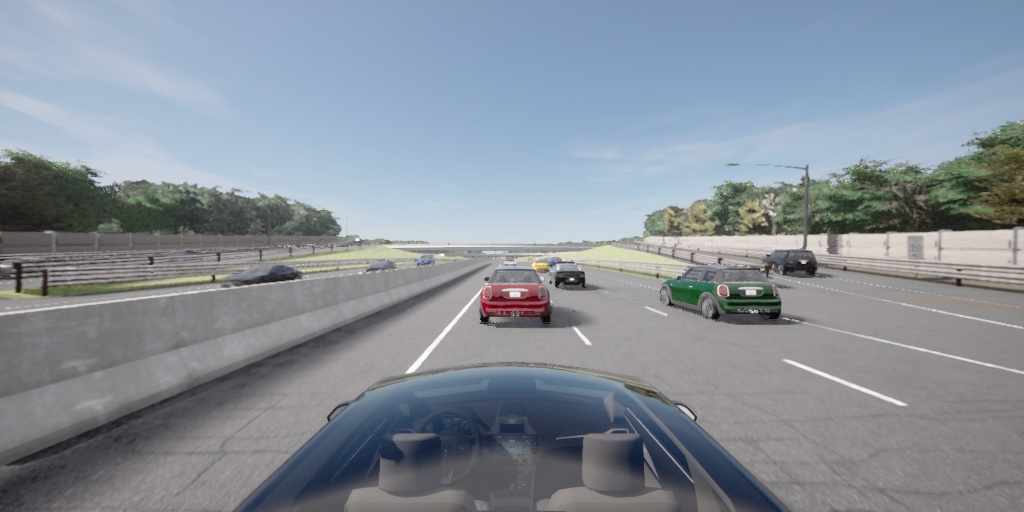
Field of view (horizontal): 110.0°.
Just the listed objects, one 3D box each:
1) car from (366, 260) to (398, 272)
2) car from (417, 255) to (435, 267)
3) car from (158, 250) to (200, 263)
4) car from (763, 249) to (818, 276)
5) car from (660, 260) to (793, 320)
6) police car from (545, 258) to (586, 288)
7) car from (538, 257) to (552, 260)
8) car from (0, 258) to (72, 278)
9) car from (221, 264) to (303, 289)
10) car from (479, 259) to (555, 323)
[{"bbox_3d":[-14.241,1.190,39.705,2.033,1.411,5.357,0,0,0],"label":"car"},{"bbox_3d":[-14.350,0.806,60.243,2.150,2.045,5.566,0,0,-1],"label":"car"},{"bbox_3d":[-37.144,0.096,40.169,1.837,1.490,4.892,0,2,-14],"label":"car"},{"bbox_3d":[22.466,0.453,29.265,2.150,2.045,5.566,0,3,16],"label":"car"},{"bbox_3d":[7.084,1.106,12.756,2.097,1.767,4.553,0,0,0],"label":"car"},{"bbox_3d":[3.546,1.167,23.855,1.930,1.638,5.238,0,0,0],"label":"police car"},{"bbox_3d":[3.414,1.072,43.923,1.801,1.575,5.366,0,0,0],"label":"car"},{"bbox_3d":[-32.504,0.817,23.865,1.895,1.301,4.718,0,2,-17],"label":"car"},{"bbox_3d":[-14.140,1.230,20.616,1.882,1.535,5.008,0,0,0],"label":"car"},{"bbox_3d":[0.084,1.106,12.242,2.097,1.767,4.553,0,0,0],"label":"car"}]
